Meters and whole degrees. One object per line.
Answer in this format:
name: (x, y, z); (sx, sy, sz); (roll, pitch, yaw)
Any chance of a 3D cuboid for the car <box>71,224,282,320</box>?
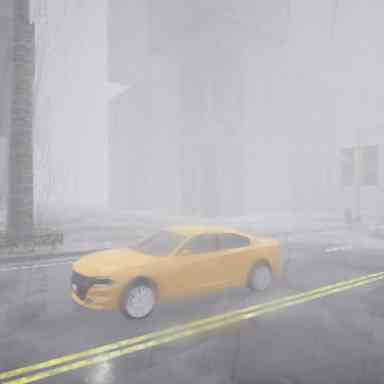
car: (-0.110, 1.519, 7.559); (5.008, 1.535, 1.882); (1, -1, -35)
